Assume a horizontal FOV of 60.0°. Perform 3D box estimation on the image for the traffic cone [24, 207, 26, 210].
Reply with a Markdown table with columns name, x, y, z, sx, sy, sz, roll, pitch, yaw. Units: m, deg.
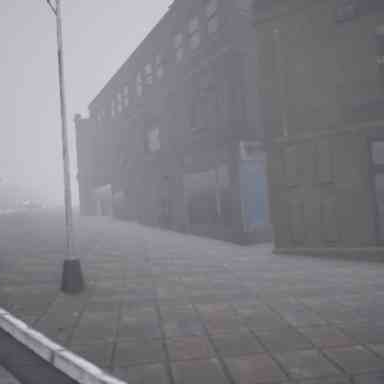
| name | x | y | z | sx | sy | sz | roll | pitch | yaw |
| --- | --- | --- | --- | --- | --- | --- | --- | --- | --- |
| traffic cone | -22.614 | 2.239 | 45.007 | 0.340 | 0.580 | 0.340 | -4 | 0 | -9 |

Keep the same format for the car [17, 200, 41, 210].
| name | x | y | z | sx | sy | sz | roll | pitch | yaw |
| --- | --- | --- | --- | --- | --- | --- | --- | --- | --- |
| car | -26.437 | 2.127 | 54.174 | 1.812 | 1.442 | 4.674 | -5 | 0 | 7 |

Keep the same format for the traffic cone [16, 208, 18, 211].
| name | x | y | z | sx | sy | sz | roll | pitch | yaw |
| --- | --- | --- | --- | --- | --- | --- | --- | --- | --- |
| traffic cone | -23.596 | 2.312 | 44.847 | 0.340 | 0.580 | 0.340 | -4 | 0 | -9 |

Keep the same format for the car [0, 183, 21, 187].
| name | x | y | z | sx | sy | sz | roll | pitch | yaw |
| --- | --- | --- | --- | --- | --- | --- | --- | --- | --- |
| car | -44.210 | -1.362 | 79.034 | 2.002 | 1.452 | 4.674 | -6 | -4 | 30 |

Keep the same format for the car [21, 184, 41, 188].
| name | x | y | z | sx | sy | sz | roll | pitch | yaw |
| --- | --- | --- | --- | --- | --- | --- | --- | --- | --- |
| car | -41.552 | -1.338 | 83.905 | 2.097 | 1.535 | 5.008 | -6 | -4 | 28 |
